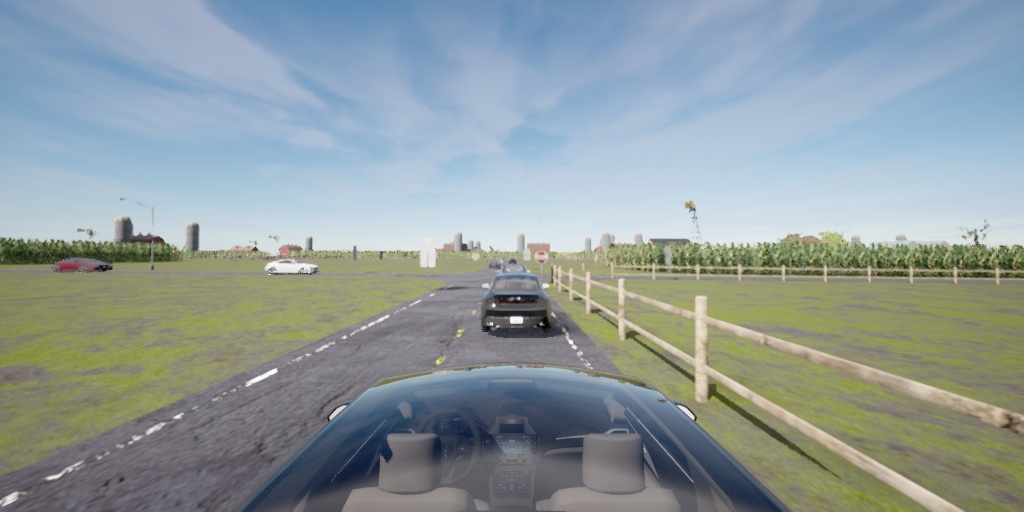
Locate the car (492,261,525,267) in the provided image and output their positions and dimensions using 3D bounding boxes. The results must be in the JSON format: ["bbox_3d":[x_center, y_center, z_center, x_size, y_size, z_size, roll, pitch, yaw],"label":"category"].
[{"bbox_3d":[0.091,1.239,21.313,2.128,1.511,4.902,0,0,-1],"label":"car"}]

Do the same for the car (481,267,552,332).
[{"bbox_3d":[0.118,1.257,10.916,1.837,1.490,4.892,0,0,0],"label":"car"}]

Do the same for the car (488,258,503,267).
[{"bbox_3d":[-2.732,1.219,56.125,1.837,1.490,4.892,0,0,0],"label":"car"}]

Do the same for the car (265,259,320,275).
[{"bbox_3d":[-20.820,1.031,34.064,4.674,1.442,1.812,1,-1,0],"label":"car"}]

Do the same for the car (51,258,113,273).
[{"bbox_3d":[-40.884,0.864,34.190,4.181,1.385,1.994,1,-1,1],"label":"car"}]
